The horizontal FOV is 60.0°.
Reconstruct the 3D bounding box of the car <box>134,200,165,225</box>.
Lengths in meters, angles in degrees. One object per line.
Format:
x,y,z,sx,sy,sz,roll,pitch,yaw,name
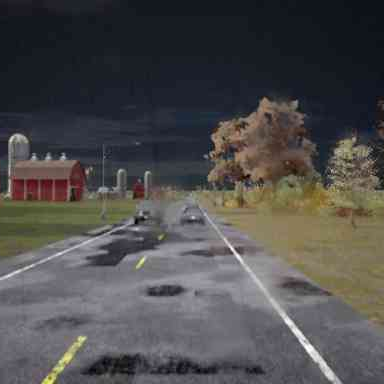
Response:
-3.543,1.674,28.722,2.150,2.045,5.566,0,-1,0,car

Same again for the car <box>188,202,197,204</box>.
0.090,2.234,47.452,2.128,1.511,4.902,0,-1,0,car

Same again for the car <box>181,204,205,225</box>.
0.094,2.008,28.209,1.994,1.385,4.181,0,-1,0,car
